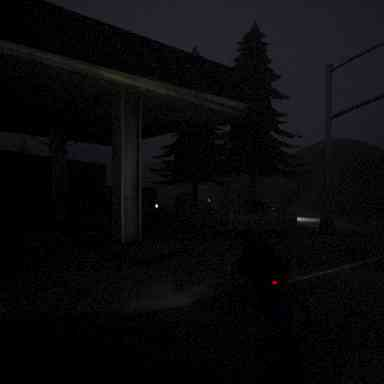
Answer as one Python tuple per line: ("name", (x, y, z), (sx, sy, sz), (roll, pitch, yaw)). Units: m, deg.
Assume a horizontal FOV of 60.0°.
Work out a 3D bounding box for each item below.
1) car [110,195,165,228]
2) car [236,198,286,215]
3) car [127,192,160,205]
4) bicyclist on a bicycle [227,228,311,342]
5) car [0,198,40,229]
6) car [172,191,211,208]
("car", (-3.254, 1.030, 19.213), (1.905, 1.878, 3.866), (-1, 2, -36))
("car", (5.358, 1.175, 25.961), (1.994, 1.385, 4.181), (-1, 2, -35))
("car", (-6.234, 0.729, 42.242), (2.033, 1.411, 5.357), (-1, 2, -35))
("bicyclist on a bicycle", (1.054, 1.375, 5.140), (0.582, 1.620, 1.656), (-8, 0, -36))
("car", (-10.385, 1.155, 19.388), (2.242, 1.667, 4.611), (-1, 2, -36))
("car", (-0.074, 0.762, 33.585), (2.097, 1.767, 4.553), (-1, 2, -36))
